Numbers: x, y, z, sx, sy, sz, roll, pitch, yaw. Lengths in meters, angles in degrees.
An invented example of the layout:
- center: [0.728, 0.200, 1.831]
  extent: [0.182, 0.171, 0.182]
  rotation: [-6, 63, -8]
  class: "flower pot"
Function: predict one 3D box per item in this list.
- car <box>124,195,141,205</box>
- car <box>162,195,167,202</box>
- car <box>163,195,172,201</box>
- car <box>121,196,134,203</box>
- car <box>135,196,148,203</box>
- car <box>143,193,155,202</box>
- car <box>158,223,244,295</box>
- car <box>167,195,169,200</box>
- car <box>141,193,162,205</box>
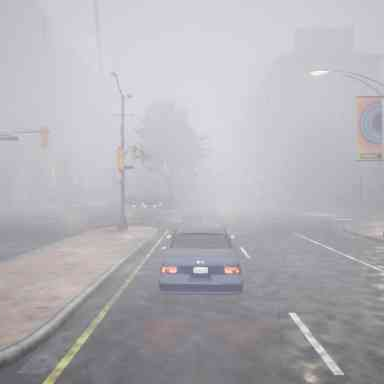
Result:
- center: [-10.537, 1.352, 57.817]
  extent: [2.097, 1.767, 4.553]
  rotation: [0, 0, 1]
  class: "car"
- center: [-6.824, 1.352, 66.713]
  extent: [2.097, 1.767, 4.553]
  rotation: [0, 0, 1]
  class: "car"
- center: [-6.434, 1.478, 86.581]
  extent: [1.882, 1.535, 5.008]
  rotation: [0, 0, 1]
  class: "car"
- center: [-13.491, 1.595, 69.781]
  extent: [1.895, 1.301, 4.718]
  rotation: [0, 0, 1]
  class: "car"
- center: [-10.281, 1.505, 67.992]
  extent: [1.837, 1.490, 4.892]
  rotation: [0, 0, 1]
  class: "car"
- center: [-10.079, 1.225, 78.678]
  extent: [2.150, 2.045, 5.566]
  rotation: [0, 0, 1]
  class: "car"
- center: [0.225, 1.547, 8.891]
  extent: [2.033, 1.411, 5.357]
  rotation: [0, 0, 1]
  class: "car"
- center: [-6.618, 1.525, 76.487]
  extent: [2.128, 1.511, 4.902]
  rotation: [0, 0, 1]
  class: "car"
- center: [-7.037, 1.352, 57.941]
  extent: [2.097, 1.767, 4.553]
  rotation: [0, 0, 1]
  class: "car"
